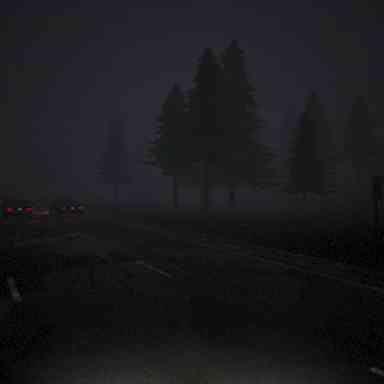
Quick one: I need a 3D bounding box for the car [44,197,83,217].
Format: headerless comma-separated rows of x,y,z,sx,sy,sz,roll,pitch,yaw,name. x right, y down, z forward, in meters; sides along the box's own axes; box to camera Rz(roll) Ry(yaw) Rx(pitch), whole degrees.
-10.309,1.215,27.009,2.033,1.411,5.357,0,1,-32,car

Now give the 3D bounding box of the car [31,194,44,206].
-18.561,1.008,39.884,1.812,1.442,4.674,0,0,-33,car

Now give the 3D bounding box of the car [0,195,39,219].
-13.247,1.208,25.109,2.033,1.411,5.357,0,1,-33,car
